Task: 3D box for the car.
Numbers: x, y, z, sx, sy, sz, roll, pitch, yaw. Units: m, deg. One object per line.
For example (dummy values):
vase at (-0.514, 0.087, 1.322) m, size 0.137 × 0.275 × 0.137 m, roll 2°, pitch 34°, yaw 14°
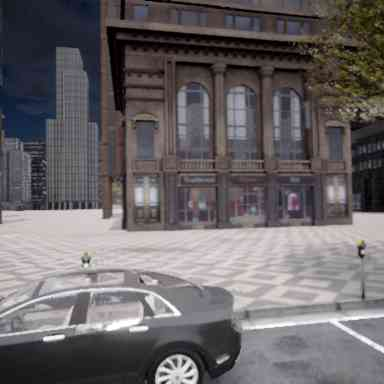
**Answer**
car at (-1.554, 1.738, 4.261) m, size 4.403 × 1.369 × 2.008 m, roll -1°, pitch -2°, yaw -11°
